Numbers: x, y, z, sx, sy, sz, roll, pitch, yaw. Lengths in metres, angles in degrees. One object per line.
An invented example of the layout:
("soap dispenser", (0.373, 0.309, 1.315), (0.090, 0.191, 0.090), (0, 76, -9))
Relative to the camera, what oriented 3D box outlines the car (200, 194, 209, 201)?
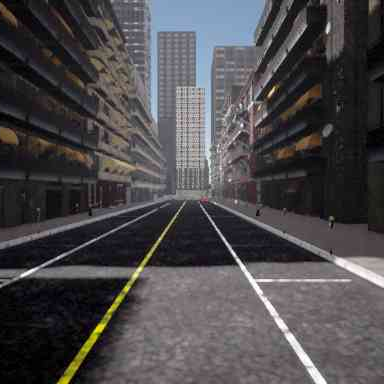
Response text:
("car", (3.000, 1.369, 80.463), (2.097, 1.767, 4.553), (0, 0, 0))
